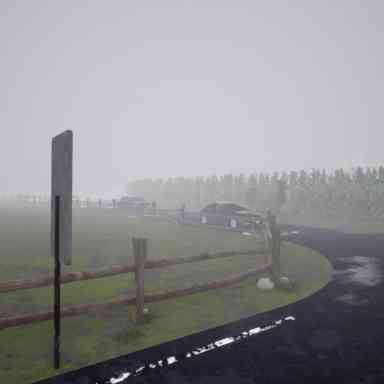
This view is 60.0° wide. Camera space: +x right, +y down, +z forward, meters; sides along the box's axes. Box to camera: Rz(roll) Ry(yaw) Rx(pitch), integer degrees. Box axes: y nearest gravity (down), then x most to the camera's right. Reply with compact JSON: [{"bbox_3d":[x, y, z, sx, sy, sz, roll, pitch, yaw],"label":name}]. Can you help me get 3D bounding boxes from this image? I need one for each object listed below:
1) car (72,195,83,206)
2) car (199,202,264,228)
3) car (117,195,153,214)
[{"bbox_3d":[-17.639,1.206,49.245,1.882,1.535,5.008,1,0,-35],"label":"car"},{"bbox_3d":[2.313,1.404,20.538,1.837,1.490,4.892,1,1,-34],"label":"car"},{"bbox_3d":[-5.329,1.183,31.523,2.097,1.767,4.553,1,0,-35],"label":"car"}]
